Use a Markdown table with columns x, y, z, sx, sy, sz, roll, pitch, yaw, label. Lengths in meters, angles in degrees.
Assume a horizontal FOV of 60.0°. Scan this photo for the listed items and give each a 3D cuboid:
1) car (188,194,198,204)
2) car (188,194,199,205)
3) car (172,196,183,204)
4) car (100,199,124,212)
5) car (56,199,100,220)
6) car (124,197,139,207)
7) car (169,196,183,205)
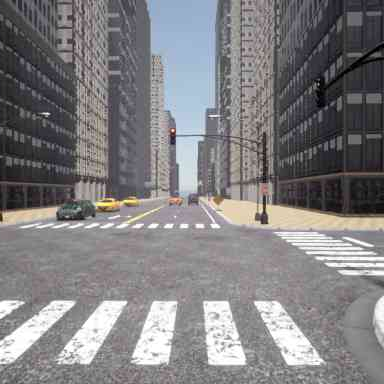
| x | y | z | sx | sy | sz | roll | pitch | yaw | label |
| --- | --- | --- | --- | --- | --- | --- | --- | --- | --- |
| 0.254 | 1.361 | 70.439 | 2.150 | 2.045 | 5.566 | 0 | 0 | 0 | car |
| 0.255 | 1.606 | 60.232 | 1.837 | 1.490 | 4.892 | 0 | 0 | 0 | car |
| -2.998 | 1.634 | 70.208 | 2.128 | 1.511 | 4.902 | 0 | 0 | 0 | car |
| -9.751 | 1.519 | 38.744 | 1.882 | 1.535 | 5.008 | 0 | 0 | 0 | car |
| -9.777 | 1.374 | 28.310 | 2.097 | 1.767 | 4.553 | 0 | 0 | 0 | car |
| -9.696 | 1.555 | 52.926 | 1.882 | 1.535 | 5.008 | 0 | 0 | 0 | car |
| -2.994 | 1.453 | 60.019 | 2.097 | 1.767 | 4.553 | 0 | 0 | 0 | car |
